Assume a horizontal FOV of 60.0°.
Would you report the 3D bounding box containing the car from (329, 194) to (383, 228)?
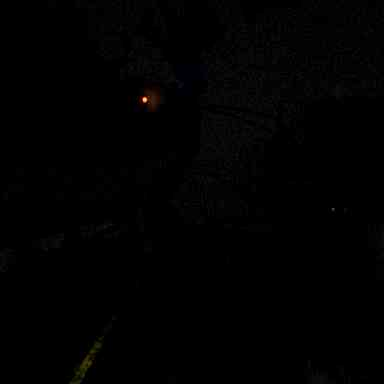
[{"bbox_3d":[11.415,1.124,20.579,5.566,2.045,2.150,0,-1,0],"label":"car"}]
